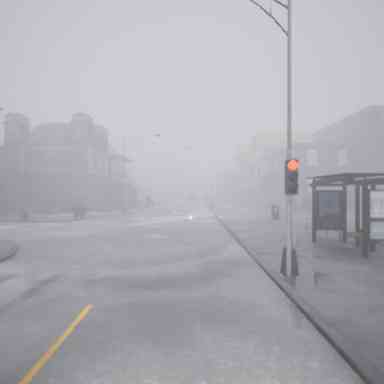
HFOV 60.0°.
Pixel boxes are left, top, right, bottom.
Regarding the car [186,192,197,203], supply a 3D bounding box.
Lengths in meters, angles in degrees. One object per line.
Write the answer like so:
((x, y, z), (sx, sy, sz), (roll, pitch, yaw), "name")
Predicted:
((-0.075, 1.272, 67.474), (2.097, 1.767, 4.553), (0, 0, 0), "car")

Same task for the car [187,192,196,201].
((-0.086, 0.966, 77.537), (2.150, 2.045, 5.566), (0, 0, 0), "car")
